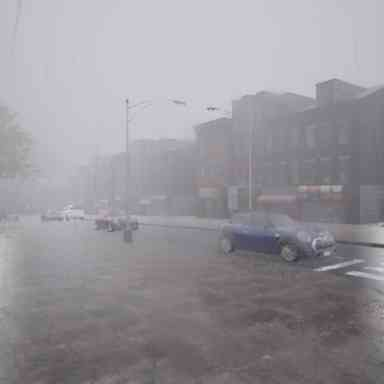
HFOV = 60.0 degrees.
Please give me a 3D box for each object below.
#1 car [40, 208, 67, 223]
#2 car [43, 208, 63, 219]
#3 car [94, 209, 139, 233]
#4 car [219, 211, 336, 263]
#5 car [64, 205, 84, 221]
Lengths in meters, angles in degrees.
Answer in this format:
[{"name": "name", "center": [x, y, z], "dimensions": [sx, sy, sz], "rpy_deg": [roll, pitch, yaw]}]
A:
[{"name": "car", "center": [-18.333, 3.201, 43.273], "dimensions": [2.033, 1.411, 5.357], "rpy_deg": [0, -2, -35]}, {"name": "car", "center": [-22.699, 3.481, 54.310], "dimensions": [2.097, 1.767, 4.553], "rpy_deg": [0, -2, -36]}, {"name": "car", "center": [-5.881, 2.126, 25.646], "dimensions": [2.097, 1.767, 4.553], "rpy_deg": [0, -2, -35]}, {"name": "car", "center": [3.201, 1.585, 13.141], "dimensions": [2.097, 1.767, 4.553], "rpy_deg": [0, -2, -39]}, {"name": "car", "center": [-16.574, 2.896, 45.719], "dimensions": [2.150, 2.045, 5.566], "rpy_deg": [0, -2, -35]}]
